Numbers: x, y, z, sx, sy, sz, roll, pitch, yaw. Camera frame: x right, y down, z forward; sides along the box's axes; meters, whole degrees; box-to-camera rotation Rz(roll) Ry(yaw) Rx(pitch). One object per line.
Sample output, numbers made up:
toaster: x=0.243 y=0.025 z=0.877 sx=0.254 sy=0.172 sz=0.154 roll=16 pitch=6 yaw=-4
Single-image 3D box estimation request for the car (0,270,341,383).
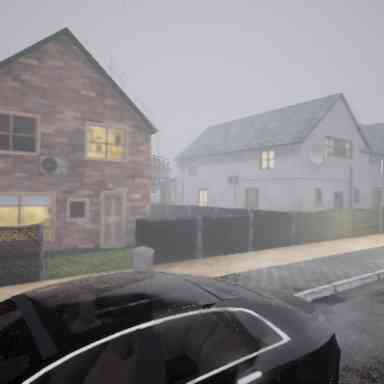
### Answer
car: x=-0.850 y=1.507 z=2.457 sx=4.892 sy=1.490 sz=1.837 roll=0 pitch=0 yaw=-35
